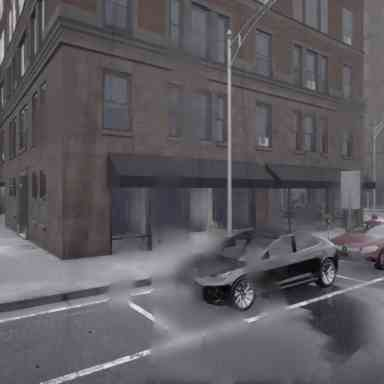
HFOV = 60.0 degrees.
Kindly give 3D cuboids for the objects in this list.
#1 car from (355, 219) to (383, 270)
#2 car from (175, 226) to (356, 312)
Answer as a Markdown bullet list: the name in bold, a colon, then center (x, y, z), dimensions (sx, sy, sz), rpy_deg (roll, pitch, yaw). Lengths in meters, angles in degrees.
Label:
- **car**: center (6.139, 1.582, 10.915), dimensions (4.206, 1.307, 1.802), rpy_deg (0, 0, -36)
- **car**: center (1.661, 1.566, 7.720), dimensions (4.313, 1.339, 1.947), rpy_deg (0, 0, -36)
